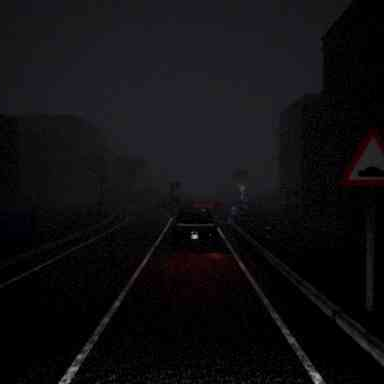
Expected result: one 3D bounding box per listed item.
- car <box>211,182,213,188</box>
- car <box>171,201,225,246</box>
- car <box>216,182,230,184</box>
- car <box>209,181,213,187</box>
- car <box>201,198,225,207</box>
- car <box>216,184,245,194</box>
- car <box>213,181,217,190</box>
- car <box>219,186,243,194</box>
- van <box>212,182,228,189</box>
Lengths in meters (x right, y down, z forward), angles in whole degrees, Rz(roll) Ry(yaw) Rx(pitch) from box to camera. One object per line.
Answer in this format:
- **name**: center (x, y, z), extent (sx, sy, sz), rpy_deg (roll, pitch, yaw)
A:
- **car**: center (8.036, -1.131, 83.711), extent (4.892, 1.521, 2.231), rpy_deg (0, 3, -1)
- **car**: center (0.102, 1.392, 14.701), extent (2.128, 1.511, 4.902), rpy_deg (0, 1, 0)
- **car**: center (8.124, -0.744, 72.693), extent (4.553, 1.767, 2.185), rpy_deg (0, 3, -1)
- **car**: center (7.941, -1.480, 91.971), extent (5.008, 1.535, 2.097), rpy_deg (0, 2, -1)
- **car**: center (1.797, 1.220, 31.300), extent (1.895, 1.301, 4.718), rpy_deg (0, 1, 17)
- **car**: center (8.033, -0.342, 67.192), extent (5.366, 1.575, 1.946), rpy_deg (0, 3, -1)
- **car**: center (8.154, -1.003, 75.440), extent (5.566, 2.045, 2.435), rpy_deg (0, 3, -1)
- **car**: center (8.191, -0.440, 69.950), extent (4.674, 1.452, 2.002), rpy_deg (0, 3, -1)
- **van**: center (8.021, -1.810, 94.596), extent (4.442, 1.987, 1.878), rpy_deg (0, 2, -1)
